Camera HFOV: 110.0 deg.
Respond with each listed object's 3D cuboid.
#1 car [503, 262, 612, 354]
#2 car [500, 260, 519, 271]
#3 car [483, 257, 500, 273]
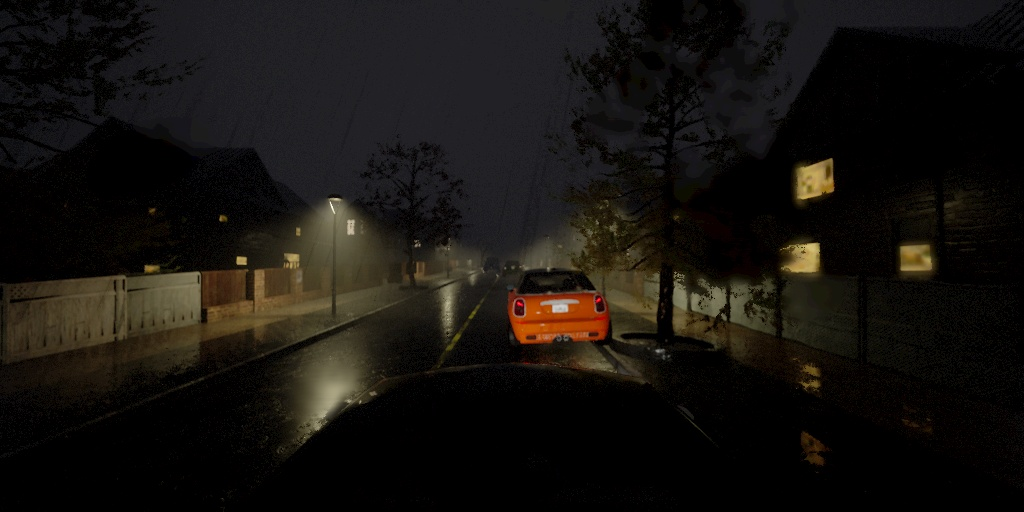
[{"bbox_3d":[0.933,1.077,9.059,2.097,1.767,4.553,-3,-1,0],"label":"car"},{"bbox_3d":[0.114,1.250,37.891,2.097,1.767,4.553,0,0,0],"label":"car"},{"bbox_3d":[-2.704,1.180,49.462,2.150,2.045,5.566,0,0,0],"label":"car"}]
